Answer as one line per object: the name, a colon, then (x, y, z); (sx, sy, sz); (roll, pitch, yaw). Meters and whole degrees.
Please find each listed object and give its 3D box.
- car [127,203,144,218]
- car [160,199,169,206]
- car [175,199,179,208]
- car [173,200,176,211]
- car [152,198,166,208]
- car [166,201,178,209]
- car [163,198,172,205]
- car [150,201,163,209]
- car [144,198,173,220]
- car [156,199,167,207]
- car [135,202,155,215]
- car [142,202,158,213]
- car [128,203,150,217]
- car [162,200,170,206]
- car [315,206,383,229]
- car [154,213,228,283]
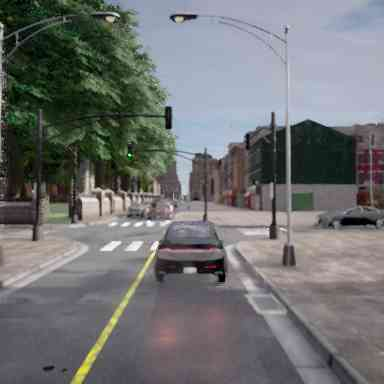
car: (-5.842, 1.999, 35.652); (2.008, 1.369, 4.403); (1, -1, -1)
car: (-6.622, 2.557, 80.928); (1.967, 1.590, 4.097); (1, -1, -1)
car: (-3.582, 2.168, 52.536); (2.128, 1.511, 4.902); (0, -1, -1)
car: (-3.406, 2.068, 42.750); (1.812, 1.442, 4.674); (0, -1, -1)
car: (-6.327, 2.171, 64.584); (2.192, 1.841, 5.009); (1, -1, -1)
car: (-3.725, 2.399, 63.181); (1.994, 1.385, 4.181); (0, -1, 0)
car: (-6.815, 2.618, 91.829); (2.192, 1.841, 5.009); (1, -1, -1)
car: (-6.235, 2.356, 59.132); (1.802, 1.307, 4.206); (1, -1, -1)
car: (-3.198, 1.766, 33.038); (2.097, 1.767, 4.553); (0, -1, -2)
car: (-6.427, 2.381, 70.031); (1.967, 1.590, 4.097); (1, -1, -1)
car: (-5.943, 2.094, 42.786); (2.008, 1.369, 4.403); (1, -1, -1)
car: (-6.040, 2.183, 48.234); (1.947, 1.339, 4.313); (1, -1, -1)
car: (-5.902, 2.000, 37.625); (1.752, 1.417, 4.829); (1, -1, -1)
car: (-6.719, 2.732, 86.206); (1.752, 1.417, 4.829); (1, -1, -1)
car: (10.856, 1.703, 22.481); (4.902, 1.511, 2.128); (-1, -2, -1)
car: (0.015, 1.615, 10.083); (2.128, 1.511, 4.902); (0, -1, 1)
